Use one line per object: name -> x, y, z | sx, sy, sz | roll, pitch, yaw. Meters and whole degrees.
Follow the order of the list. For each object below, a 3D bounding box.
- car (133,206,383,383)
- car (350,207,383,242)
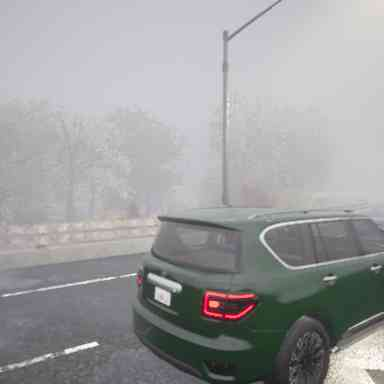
car -> 1.796, 1.246, 5.303 | 5.566, 2.045, 2.150 | 0, 0, -38
car -> 10.443, 1.625, 17.791 | 2.033, 1.411, 5.357 | 0, 0, 44
